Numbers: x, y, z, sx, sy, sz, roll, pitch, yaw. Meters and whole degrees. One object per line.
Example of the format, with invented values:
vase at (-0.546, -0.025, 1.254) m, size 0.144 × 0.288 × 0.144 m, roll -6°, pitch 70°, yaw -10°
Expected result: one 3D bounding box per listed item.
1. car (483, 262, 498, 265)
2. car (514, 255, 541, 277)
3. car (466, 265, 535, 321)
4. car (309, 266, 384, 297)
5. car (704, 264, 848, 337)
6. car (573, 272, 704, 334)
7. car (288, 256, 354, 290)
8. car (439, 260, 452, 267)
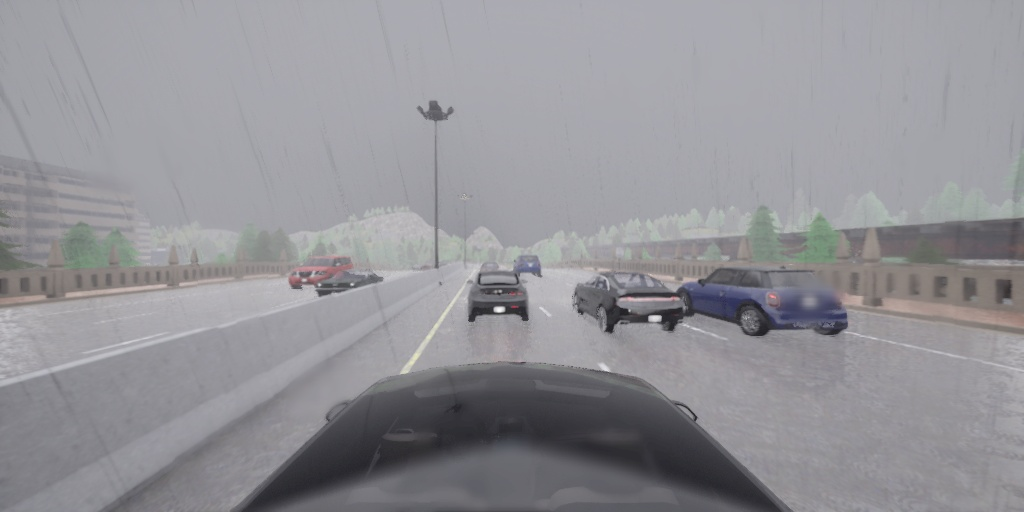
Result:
car at (-2.011, 1.260, 33.332) m, size 2.033 × 1.411 × 5.357 m, roll 0°, pitch 0°, yaw -4°
car at (1.431, 0.915, 34.212) m, size 2.150 × 2.045 × 5.566 m, roll 0°, pitch 0°, yaw -4°
car at (-0.504, 1.241, 12.400) m, size 1.837 × 1.490 × 4.892 m, roll 0°, pitch 0°, yaw -4°
car at (-8.109, 1.368, 18.309) m, size 1.895 × 1.301 × 4.718 m, roll 0°, pitch 0°, yaw -4°
car at (6.621, 1.053, 10.248) m, size 2.097 × 1.767 × 4.553 m, roll 0°, pitch 0°, yaw -3°
car at (3.115, 1.211, 10.565) m, size 2.128 × 1.511 × 4.902 m, roll 0°, pitch 0°, yaw -3°
car at (-11.977, 1.001, 23.086) m, size 2.150 × 2.045 × 5.566 m, roll 0°, pitch 0°, yaw -4°
car at (-11.206, 1.443, 60.659) m, size 2.097 × 1.767 × 4.553 m, roll 0°, pitch -3°, yaw -4°
